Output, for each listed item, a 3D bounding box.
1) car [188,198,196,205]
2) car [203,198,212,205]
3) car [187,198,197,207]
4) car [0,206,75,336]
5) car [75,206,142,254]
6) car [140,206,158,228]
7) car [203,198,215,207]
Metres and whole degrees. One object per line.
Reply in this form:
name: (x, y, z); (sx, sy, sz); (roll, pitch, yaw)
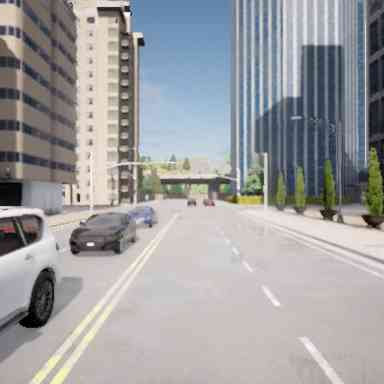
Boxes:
car: (-0.012, 2.048, 75.205); (1.812, 1.442, 4.674); (0, -1, 0)
car: (3.488, 2.076, 75.206); (1.994, 1.385, 4.181); (0, -1, 0)
car: (-0.010, 2.076, 64.772); (1.837, 1.490, 4.892); (0, -1, 0)
car: (-3.601, 1.260, 4.237); (2.150, 2.045, 5.566); (0, -1, 0)
car: (-3.599, 1.605, 14.294); (1.882, 1.535, 5.008); (0, 0, 0)
car: (-3.579, 1.741, 24.352); (1.812, 1.442, 4.674); (0, -1, 1)
car: (3.490, 2.139, 65.189); (1.994, 1.385, 4.181); (0, -1, 0)
